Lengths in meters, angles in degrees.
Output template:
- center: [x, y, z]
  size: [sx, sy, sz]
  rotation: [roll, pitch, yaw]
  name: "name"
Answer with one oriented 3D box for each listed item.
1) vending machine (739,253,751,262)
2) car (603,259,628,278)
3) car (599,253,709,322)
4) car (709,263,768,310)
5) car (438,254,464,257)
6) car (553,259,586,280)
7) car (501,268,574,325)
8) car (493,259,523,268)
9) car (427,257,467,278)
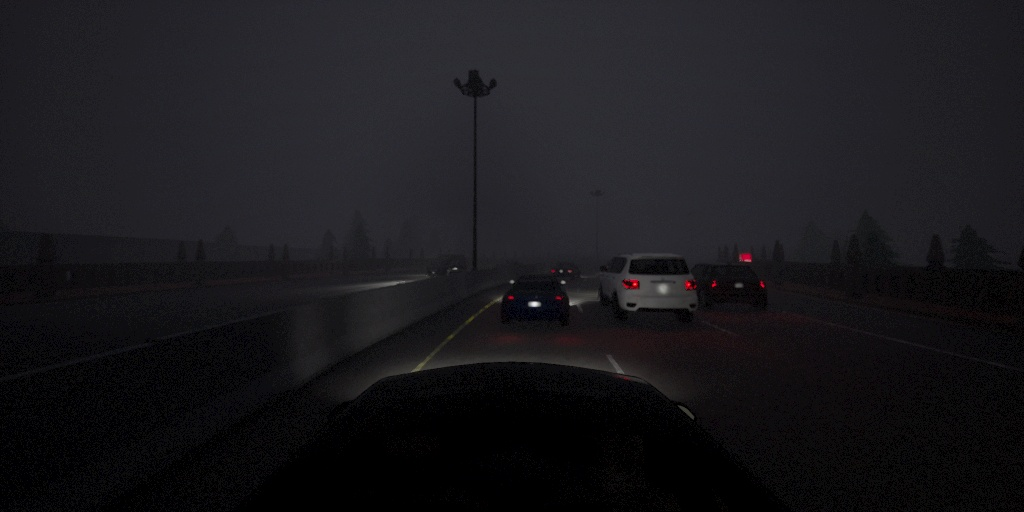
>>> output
- center: [21.988, 0.758, 33.757]
  size: [1.100, 2.100, 0.880]
  rotation: [0, 0, 25]
  name: "vending machine"
- center: [9.690, 1.100, 33.289]
  size: [1.837, 1.490, 4.892]
  rotation: [0, 0, 21]
  name: "car"
- center: [4.358, 0.925, 12.287]
  size: [2.150, 2.045, 5.566]
  rotation: [0, 0, 7]
  name: "car"
- center: [8.285, 1.045, 14.694]
  size: [2.097, 1.767, 4.553]
  rotation: [0, 0, 8]
  name: "car"
- center: [-6.984, 0.817, 39.198]
  size: [2.150, 2.045, 5.566]
  rotation: [0, 0, 22]
  name: "car"
- center: [4.430, 1.169, 29.028]
  size: [2.033, 1.411, 5.357]
  rotation: [0, 0, 18]
  name: "car"
- center: [0.819, 1.267, 11.702]
  size: [1.994, 1.385, 4.181]
  rotation: [0, 0, 6]
  name: "car"
- center: [-0.372, 1.089, 36.856]
  size: [2.128, 1.511, 4.902]
  rotation: [0, 0, 22]
  name: "car"
- center: [-5.764, 1.110, 31.959]
  size: [2.128, 1.511, 4.902]
  rotation: [0, 0, 18]
  name: "car"
